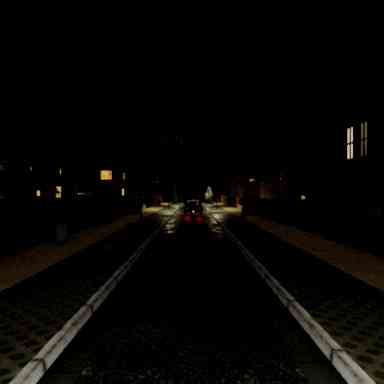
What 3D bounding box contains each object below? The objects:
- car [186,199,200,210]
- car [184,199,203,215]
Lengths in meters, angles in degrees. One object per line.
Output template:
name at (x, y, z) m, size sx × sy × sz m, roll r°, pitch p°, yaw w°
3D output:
car at (0.119, 1.661, 45.245) m, size 1.895 × 1.301 × 4.718 m, roll 0°, pitch 0°, yaw 0°
car at (0.117, 1.638, 34.945) m, size 1.895 × 1.301 × 4.718 m, roll 0°, pitch 0°, yaw 0°
